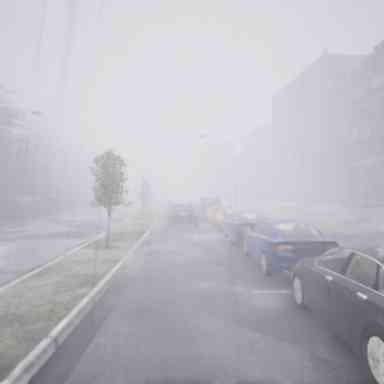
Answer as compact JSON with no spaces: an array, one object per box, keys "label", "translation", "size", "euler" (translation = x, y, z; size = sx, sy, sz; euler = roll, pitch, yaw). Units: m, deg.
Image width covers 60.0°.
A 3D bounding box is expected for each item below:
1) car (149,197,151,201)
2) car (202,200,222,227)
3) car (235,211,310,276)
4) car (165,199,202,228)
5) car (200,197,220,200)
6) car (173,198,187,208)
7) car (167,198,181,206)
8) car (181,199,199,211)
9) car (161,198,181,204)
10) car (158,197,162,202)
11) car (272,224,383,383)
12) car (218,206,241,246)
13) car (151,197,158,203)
[{"label":"car","translation":[-9.985,2.088,92.874],"size":[2.002,1.452,4.674],"euler":[0,0,-14]},{"label":"car","translation":[2.096,1.752,27.611],"size":[1.946,1.575,5.366],"euler":[0,-1,-4]},{"label":"car","translation":[2.905,1.595,10.746],"size":[2.097,1.535,5.008],"euler":[0,-1,-1]},{"label":"car","translation":[-0.712,1.595,24.321],"size":[2.097,1.767,4.553],"euler":[0,-1,-4]},{"label":"car","translation":[1.637,1.546,33.004],"size":[2.435,2.045,5.566],"euler":[0,0,-5]},{"label":"car","translation":[-2.261,1.945,60.609],"size":[1.946,1.575,5.366],"euler":[0,0,-10]},{"label":"car","translation":[-3.656,2.009,67.511],"size":[2.163,1.488,4.792],"euler":[0,0,-11]},{"label":"car","translation":[-0.399,1.892,49.750],"size":[1.946,1.575,5.366],"euler":[0,0,-8]},{"label":"car","translation":[-2.370,1.855,41.905],"size":[2.128,1.511,4.902],"euler":[0,0,-7]},{"label":"car","translation":[-5.864,2.013,76.852],"size":[2.097,1.535,5.008],"euler":[0,0,-14]},{"label":"car","translation":[3.022,1.538,5.186],"size":[2.231,1.521,4.892],"euler":[0,-1,0]},{"label":"car","translation":[2.734,1.653,16.312],"size":[2.097,1.535,5.008],"euler":[0,-1,-2]},{"label":"car","translation":[-8.602,2.040,87.498],"size":[2.231,1.521,4.892],"euler":[0,0,-14]}]
